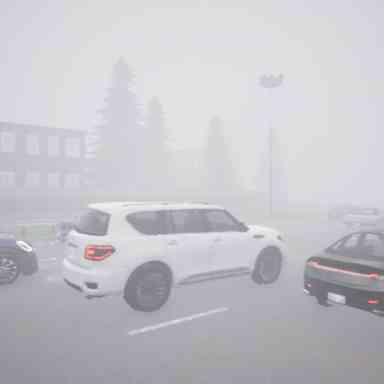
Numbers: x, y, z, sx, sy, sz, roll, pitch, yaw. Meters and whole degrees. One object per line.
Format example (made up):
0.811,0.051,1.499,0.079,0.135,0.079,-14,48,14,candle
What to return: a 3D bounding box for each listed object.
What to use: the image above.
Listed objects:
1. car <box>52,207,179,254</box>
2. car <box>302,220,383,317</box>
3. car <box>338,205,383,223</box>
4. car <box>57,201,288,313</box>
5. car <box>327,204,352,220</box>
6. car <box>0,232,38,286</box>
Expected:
-3.169,1.512,14.416,5.008,1.535,1.882,0,0,-36,car
4.316,1.537,6.887,4.902,1.511,2.128,0,0,-36,car
11.868,1.738,22.310,1.895,1.301,4.718,0,0,45,car
-0.137,1.248,7.958,5.566,2.045,2.150,0,0,-36,car
13.558,1.734,29.377,1.994,1.385,4.181,0,0,41,car
-6.196,1.349,7.925,4.553,1.767,2.097,0,0,-35,car
